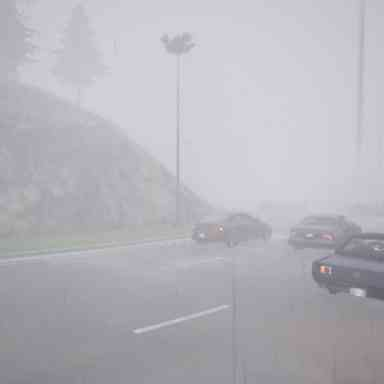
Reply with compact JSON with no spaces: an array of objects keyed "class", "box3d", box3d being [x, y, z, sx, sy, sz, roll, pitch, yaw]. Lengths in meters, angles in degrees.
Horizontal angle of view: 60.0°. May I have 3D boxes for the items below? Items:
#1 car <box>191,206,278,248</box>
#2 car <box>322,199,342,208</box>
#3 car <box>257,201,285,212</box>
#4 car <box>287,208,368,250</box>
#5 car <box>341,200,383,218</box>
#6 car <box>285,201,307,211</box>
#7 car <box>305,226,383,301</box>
[{"class":"car","box3d":[1.895,1.593,15.173,1.812,1.442,4.674,1,0,41]},{"class":"car","box3d":[19.665,1.731,45.333,1.882,1.535,5.008,1,0,-10]},{"class":"car","box3d":[9.576,1.765,41.786,1.994,1.385,4.181,1,0,-8]},{"class":"car","box3d":[5.712,1.624,13.995,2.033,1.411,5.357,0,0,36]},{"class":"car","box3d":[17.080,1.741,32.827,2.033,1.411,5.357,0,0,3]},{"class":"car","box3d":[13.115,1.823,43.622,1.895,1.301,4.718,0,0,-11]},{"class":"car","box3d":[4.779,1.650,7.948,4.718,1.301,1.895,0,0,-44]}]
